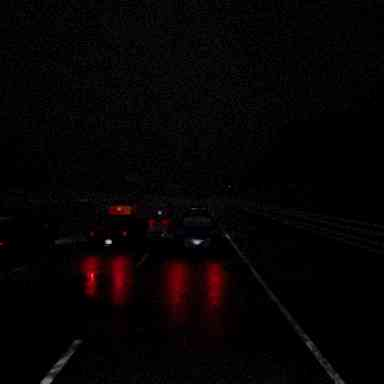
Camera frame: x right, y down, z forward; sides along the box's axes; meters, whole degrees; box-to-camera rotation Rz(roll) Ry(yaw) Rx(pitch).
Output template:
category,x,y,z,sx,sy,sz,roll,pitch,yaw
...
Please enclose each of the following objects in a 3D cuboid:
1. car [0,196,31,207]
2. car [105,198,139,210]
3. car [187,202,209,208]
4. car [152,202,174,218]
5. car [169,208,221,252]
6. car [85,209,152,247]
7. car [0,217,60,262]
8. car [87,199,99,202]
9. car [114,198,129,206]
category,x,y,z,sx,sy,sz,roll,pitch,yaw
car,-17.111,1.565,31.862,2.097,1.767,4.553,0,-1,2
car,-6.420,1.571,31.709,2.097,1.767,4.553,0,-1,2
car,0.587,1.717,31.900,2.128,1.511,4.902,0,-1,2
car,-2.883,1.759,32.931,1.812,1.442,4.674,0,-1,2
car,0.211,1.612,14.164,1.812,1.442,4.674,0,0,1
car,-3.271,1.694,15.424,1.895,1.301,4.718,0,0,1
car,-6.816,1.620,12.354,2.033,1.411,5.357,0,0,1
car,-22.057,2.194,74.784,2.033,1.411,5.357,0,-1,4
car,-15.211,2.128,72.129,1.882,1.535,5.008,0,-1,4
